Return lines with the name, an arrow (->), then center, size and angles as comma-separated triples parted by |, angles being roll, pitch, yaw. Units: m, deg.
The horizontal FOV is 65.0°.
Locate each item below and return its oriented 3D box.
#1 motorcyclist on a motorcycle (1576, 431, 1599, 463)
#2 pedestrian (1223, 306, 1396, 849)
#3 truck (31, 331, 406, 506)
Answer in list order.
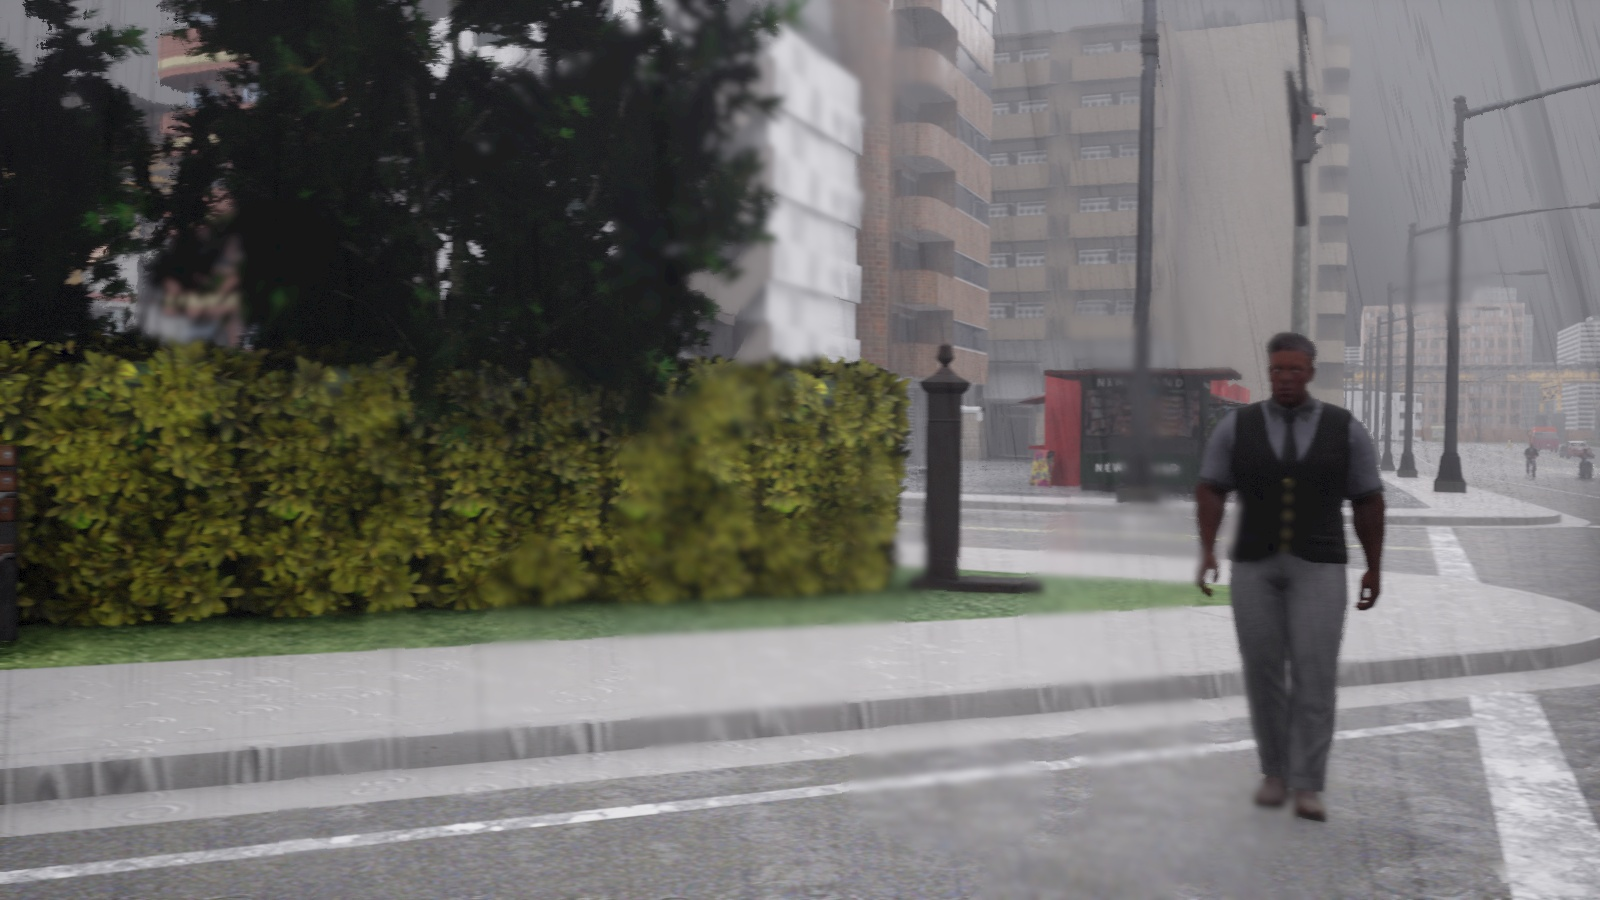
motorcyclist on a motorcycle -> 40.553, -0.167, 64.564 | 0.766, 1.649, 2.350 | 0, 1, 23
pedestrian -> 1.987, 0.436, 4.852 | 0.563, 1.883, 0.849 | 0, 1, 26
truck -> -12.871, -0.654, 27.720 | 7.936, 3.462, 2.891 | 0, 1, 23
